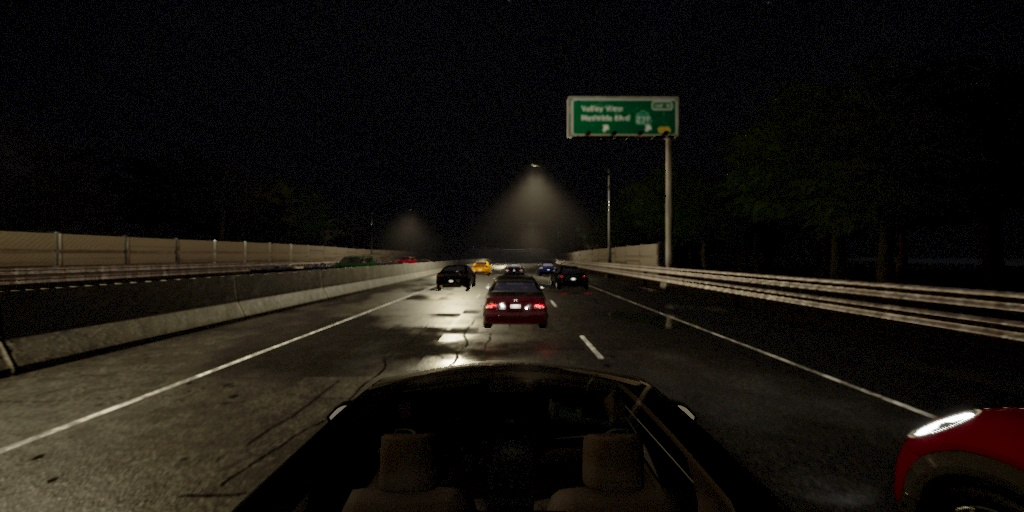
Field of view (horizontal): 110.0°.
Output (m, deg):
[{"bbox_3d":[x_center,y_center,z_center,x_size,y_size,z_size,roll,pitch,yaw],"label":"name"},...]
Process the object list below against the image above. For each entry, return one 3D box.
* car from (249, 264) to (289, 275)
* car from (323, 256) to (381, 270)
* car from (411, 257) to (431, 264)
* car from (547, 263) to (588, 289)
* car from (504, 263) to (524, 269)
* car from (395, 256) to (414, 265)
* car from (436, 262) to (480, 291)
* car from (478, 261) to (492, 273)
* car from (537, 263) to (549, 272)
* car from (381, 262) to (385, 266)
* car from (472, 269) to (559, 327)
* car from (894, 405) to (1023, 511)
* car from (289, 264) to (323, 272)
[{"bbox_3d":[-21.003,1.413,32.031,1.895,1.301,4.718,0,0,0],"label":"car"},{"bbox_3d":[-14.005,1.032,31.856,2.150,2.045,5.566,0,0,0],"label":"car"},{"bbox_3d":[-13.752,1.335,56.391,1.882,1.535,5.008,0,0,1],"label":"car"},{"bbox_3d":[3.654,1.360,23.375,1.994,1.385,4.181,0,0,0],"label":"car"},{"bbox_3d":[0.211,1.365,34.645,2.033,1.411,5.357,0,0,0],"label":"car"},{"bbox_3d":[-17.202,1.086,58.273,2.150,2.045,5.566,0,0,1],"label":"car"},{"bbox_3d":[-3.354,1.273,22.269,1.882,1.535,5.008,0,-1,0],"label":"car"},{"bbox_3d":[-3.254,1.303,39.343,1.882,1.535,5.008,0,0,0],"label":"car"},{"bbox_3d":[3.743,1.388,38.808,1.994,1.385,4.181,0,0,0],"label":"car"},{"bbox_3d":[-20.773,1.401,54.162,2.033,1.411,5.357,0,0,1],"label":"car"},{"bbox_3d":[0.096,1.323,11.569,2.033,1.411,5.357,0,0,0],"label":"car"},{"bbox_3d":[3.603,1.098,0.463,2.097,1.767,4.553,0,0,0],"label":"car"},{"bbox_3d":[-17.500,1.376,32.191,1.994,1.385,4.181,0,0,0],"label":"car"}]
